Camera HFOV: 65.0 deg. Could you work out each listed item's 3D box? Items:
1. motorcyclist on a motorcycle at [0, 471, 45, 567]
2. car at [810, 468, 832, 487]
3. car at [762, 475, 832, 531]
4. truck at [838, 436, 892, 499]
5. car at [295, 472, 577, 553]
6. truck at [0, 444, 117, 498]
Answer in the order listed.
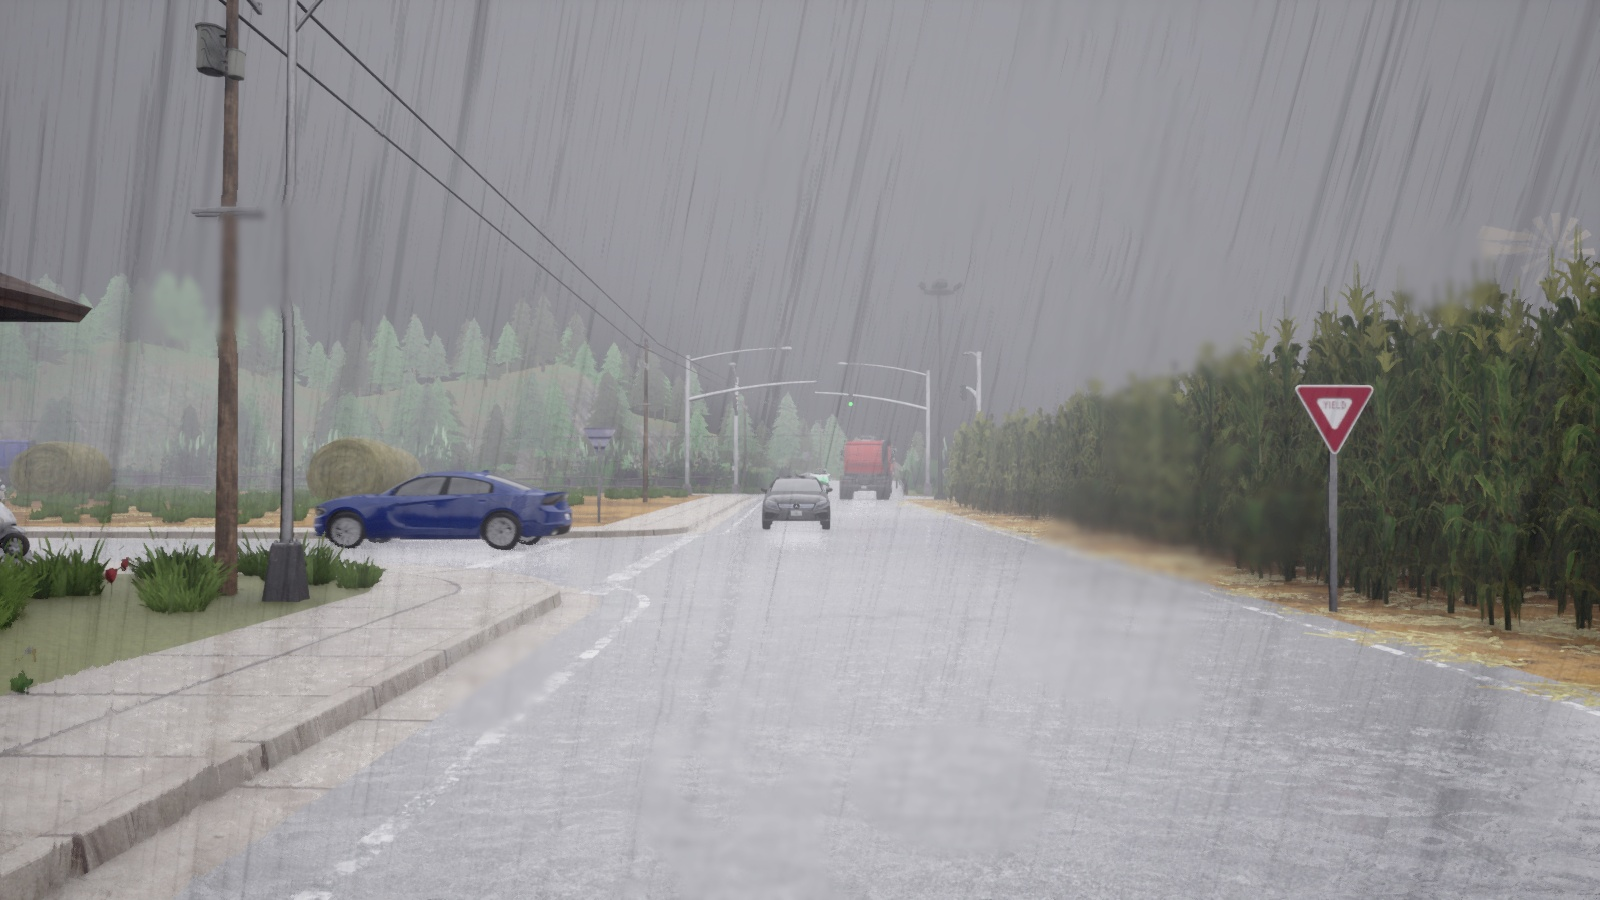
[{"bbox_3d":[-13.936,1.153,21.232,1.817,1.590,0.866,0,-1,-1],"label":"motorcyclist on a motorcycle"},{"bbox_3d":[1.566,2.072,94.812,1.481,1.376,2.207,0,1,6],"label":"car"},{"bbox_3d":[-0.088,1.429,35.115,1.812,1.442,4.674,0,-1,0],"label":"car"},{"bbox_3d":[3.839,1.032,72.542,2.891,3.462,7.936,0,-1,5],"label":"truck"},{"bbox_3d":[-7.119,1.210,24.876,5.008,1.535,1.882,0,-1,3],"label":"car"},{"bbox_3d":[-49.790,1.385,82.851,7.936,3.462,2.891,0,-1,3],"label":"truck"}]
